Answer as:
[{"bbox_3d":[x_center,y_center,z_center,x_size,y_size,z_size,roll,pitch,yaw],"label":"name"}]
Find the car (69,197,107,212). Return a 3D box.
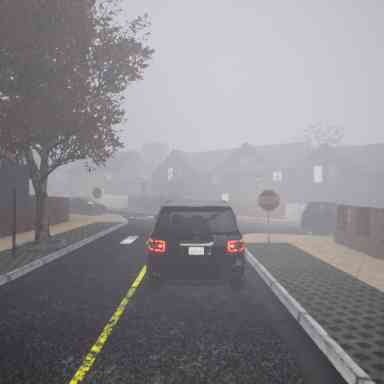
[{"bbox_3d":[-10.656,1.179,31.934,5.357,1.411,2.033,2,0,32],"label":"car"}]

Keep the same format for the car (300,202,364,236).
[{"bbox_3d":[9.246,1.671,19.452,5.566,2.045,2.150,3,0,32],"label":"car"}]

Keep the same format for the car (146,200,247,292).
[{"bbox_3d":[0.100,1.227,9.081,2.150,2.045,5.566,0,0,0],"label":"car"}]

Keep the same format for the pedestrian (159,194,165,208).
[{"bbox_3d":[-3.108,1.092,34.121,0.375,1.860,0.375,-1,-5,32],"label":"pedestrian"}]
